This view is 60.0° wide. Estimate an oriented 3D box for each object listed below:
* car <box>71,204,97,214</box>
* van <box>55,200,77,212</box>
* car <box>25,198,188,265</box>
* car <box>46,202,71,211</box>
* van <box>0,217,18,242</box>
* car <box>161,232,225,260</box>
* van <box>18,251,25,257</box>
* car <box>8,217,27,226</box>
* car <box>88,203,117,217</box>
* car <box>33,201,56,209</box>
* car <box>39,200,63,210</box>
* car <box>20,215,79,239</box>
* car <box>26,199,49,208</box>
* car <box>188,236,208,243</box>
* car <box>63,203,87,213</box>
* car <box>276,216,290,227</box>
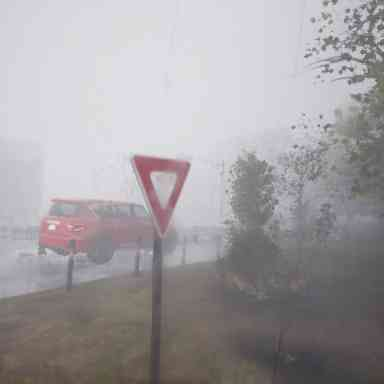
[{"bbox_3d":[-20.725,3.202,64.109,1.946,1.575,5.366,1,2,18],"label":"car"},{"bbox_3d":[-25.516,2.805,67.545,1.878,1.987,4.442,2,2,18],"label":"van"},{"bbox_3d":[-2.773,1.348,12.392,2.150,2.045,5.566,2,-3,34],"label":"car"},{"bbox_3d":[-27.831,2.937,69.536,2.097,1.535,5.008,2,2,18],"label":"car"},{"bbox_3d":[-18.813,3.626,30.654,4.442,1.987,1.878,1,1,17],"label":"van"},{"bbox_3d":[0.127,4.405,27.443,4.792,1.488,2.163,3,1,17],"label":"car"},{"bbox_3d":[-7.052,4.147,17.745,4.442,1.987,1.878,2,1,17],"label":"van"},{"bbox_3d":[-16.892,3.604,32.985,5.566,2.045,2.435,1,0,17],"label":"car"},{"bbox_3d":[-16.066,3.140,60.170,2.435,2.045,5.566,2,2,18],"label":"car"},{"bbox_3d":[-32.538,2.797,73.273,2.002,1.452,4.674,1,2,19],"label":"car"},{"bbox_3d":[-30.203,2.721,71.370,2.185,1.767,4.553,1,2,18],"label":"car"},{"bbox_3d":[-15.110,3.606,35.348,5.566,2.045,2.435,1,0,17],"label":"car"},{"bbox_3d":[-34.865,2.541,75.170,2.185,1.767,4.553,2,2,19],"label":"car"},{"bbox_3d":[-1.682,4.123,25.020,5.566,2.045,2.435,2,1,17],"label":"car"},{"bbox_3d":[-23.142,3.158,65.795,2.002,1.452,4.674,1,2,18],"label":"car"},{"bbox_3d":[11.804,4.142,46.838,1.837,1.490,4.892,1,-1,-20],"label":"car"}]
